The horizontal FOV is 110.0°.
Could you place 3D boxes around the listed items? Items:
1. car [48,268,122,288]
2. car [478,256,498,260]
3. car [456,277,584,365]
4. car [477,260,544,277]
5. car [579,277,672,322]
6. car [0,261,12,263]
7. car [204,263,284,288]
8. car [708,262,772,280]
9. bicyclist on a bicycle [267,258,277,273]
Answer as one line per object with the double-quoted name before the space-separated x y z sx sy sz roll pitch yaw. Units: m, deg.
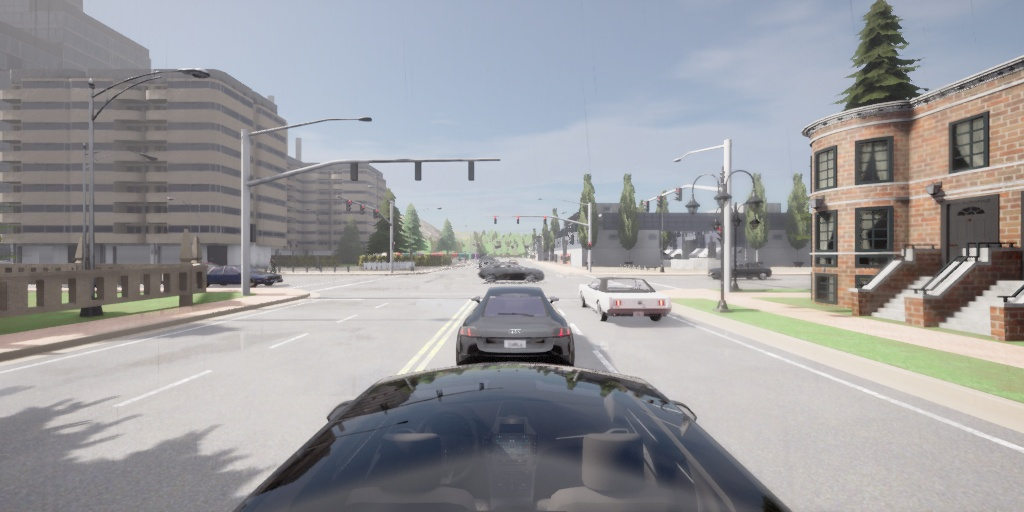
"car" -27.810 1.228 23.256 5.008 1.535 1.882 0 0 0
"car" -3.583 0.971 51.958 2.150 2.045 5.566 0 0 1
"car" 0.064 1.314 7.486 1.994 1.385 4.181 0 0 0
"car" -0.084 1.241 26.413 4.902 1.511 2.128 0 0 2
"car" 3.583 1.351 12.335 1.895 1.301 4.718 0 0 0
"car" -39.628 1.102 26.776 4.553 1.767 2.097 0 0 0
"car" -17.965 1.297 23.249 5.357 1.411 2.033 0 0 0
"car" 19.090 1.255 30.122 4.892 1.490 1.837 0 0 -1
"bicyclist on a bicycle" -25.245 1.052 37.737 0.582 1.620 1.656 0 0 0
